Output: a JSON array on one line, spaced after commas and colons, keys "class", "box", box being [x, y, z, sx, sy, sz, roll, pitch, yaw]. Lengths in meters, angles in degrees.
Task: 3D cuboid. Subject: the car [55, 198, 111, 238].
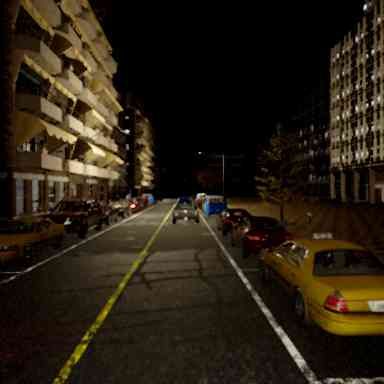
[{"class": "car", "box": [-6.091, 1.284, 17.465, 2.192, 1.841, 5.009, -1, 0, -1]}]

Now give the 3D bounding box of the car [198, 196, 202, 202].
[{"class": "car", "box": [1.896, 1.406, 34.408, 1.752, 1.417, 4.829, -1, 0, -1]}]

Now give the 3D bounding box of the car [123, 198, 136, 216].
[{"class": "car", "box": [-6.348, 1.487, 28.517, 2.008, 1.369, 4.403, -1, 0, -1]}]

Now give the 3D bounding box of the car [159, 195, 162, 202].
[{"class": "car", "box": [-7.129, 1.438, 61.666, 1.802, 1.307, 4.206, -1, 0, -1]}]

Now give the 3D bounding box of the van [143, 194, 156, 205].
[{"class": "van", "box": [-6.871, 1.221, 50.617, 1.690, 1.788, 3.998, -1, 0, -1]}]

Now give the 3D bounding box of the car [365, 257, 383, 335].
[{"class": "car", "box": [2.679, 1.423, 1.087, 1.967, 1.590, 4.097, -1, 0, -1]}]

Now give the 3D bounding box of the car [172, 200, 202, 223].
[{"class": "car", "box": [-0.466, 1.521, 24.748, 1.895, 1.301, 4.718, 0, 0, -1]}]

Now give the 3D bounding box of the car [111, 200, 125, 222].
[{"class": "car", "box": [-6.217, 1.503, 22.992, 2.008, 1.369, 4.403, -1, 0, -1]}]

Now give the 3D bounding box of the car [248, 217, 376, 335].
[{"class": "car", "box": [2.546, 1.490, 6.783, 1.752, 1.417, 4.829, -1, 0, -1]}]

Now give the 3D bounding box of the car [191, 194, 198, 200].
[{"class": "car", "box": [0.598, 1.311, 89.490, 1.887, 1.381, 4.507, -1, 0, -1]}]

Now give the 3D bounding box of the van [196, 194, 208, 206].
[{"class": "van", "box": [1.506, 1.182, 50.814, 1.690, 1.788, 3.998, -1, 0, -1]}]

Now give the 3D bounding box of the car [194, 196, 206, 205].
[{"class": "car", "box": [1.374, 1.353, 56.508, 1.752, 1.417, 4.829, -1, 0, -1]}]

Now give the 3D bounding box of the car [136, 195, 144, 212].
[{"class": "car", "box": [-6.479, 1.361, 34.040, 1.967, 1.590, 4.097, -1, 0, -1]}]

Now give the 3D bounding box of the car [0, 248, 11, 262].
[{"class": "car", "box": [-3.115, 1.486, 1.520, 1.882, 1.535, 5.008, 0, 0, -1]}]

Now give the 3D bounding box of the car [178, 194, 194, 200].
[{"class": "car", "box": [-0.980, 1.340, 46.744, 1.882, 1.535, 5.008, 0, 0, -1]}]

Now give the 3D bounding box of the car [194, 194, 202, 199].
[{"class": "car", "box": [1.638, 1.294, 45.288, 1.967, 1.590, 4.097, -1, 0, -1]}]

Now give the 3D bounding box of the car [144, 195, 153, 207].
[{"class": "car", "box": [-6.739, 1.438, 45.092, 1.887, 1.381, 4.507, -1, 0, -1]}]

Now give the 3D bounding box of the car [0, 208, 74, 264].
[{"class": "car", "box": [-5.954, 1.512, 11.772, 1.752, 1.417, 4.829, -1, 0, -1]}]

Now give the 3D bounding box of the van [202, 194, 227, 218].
[{"class": "van", "box": [2.028, 1.238, 28.713, 1.690, 1.788, 3.998, -1, 0, -1]}]

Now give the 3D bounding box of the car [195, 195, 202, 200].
[{"class": "car", "box": [1.770, 1.433, 39.764, 1.947, 1.339, 4.313, -1, 0, -1]}]

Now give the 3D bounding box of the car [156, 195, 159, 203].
[{"class": "car", "box": [-6.999, 1.450, 56.142, 1.802, 1.307, 4.206, -1, 0, -1]}]

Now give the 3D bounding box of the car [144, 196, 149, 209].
[{"class": "car", "box": [-6.608, 1.472, 39.566, 1.947, 1.339, 4.313, -1, 0, -1]}]

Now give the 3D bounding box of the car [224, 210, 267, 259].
[{"class": "car", "box": [2.420, 1.529, 12.139, 1.802, 1.307, 4.206, -1, 0, -1]}]

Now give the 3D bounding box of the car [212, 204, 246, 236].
[{"class": "car", "box": [2.290, 1.511, 17.663, 1.802, 1.307, 4.206, -1, 0, -1]}]
